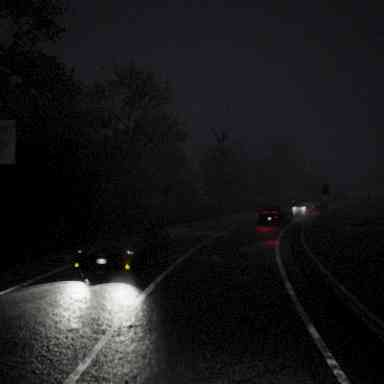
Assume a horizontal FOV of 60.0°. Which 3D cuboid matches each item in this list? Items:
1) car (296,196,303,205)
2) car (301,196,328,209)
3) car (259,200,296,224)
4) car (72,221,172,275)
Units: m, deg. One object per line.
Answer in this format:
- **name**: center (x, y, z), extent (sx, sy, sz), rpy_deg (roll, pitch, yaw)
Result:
- **car**: center (15.880, 1.277, 47.608), extent (1.895, 1.301, 4.718), rpy_deg (-3, 0, 34)
- **car**: center (15.152, 1.326, 40.206), extent (1.895, 1.301, 4.718), rpy_deg (-3, 0, 33)
- **car**: center (6.330, 1.546, 25.026), extent (1.837, 1.490, 4.892), rpy_deg (-2, 0, 25)
- **car**: center (-1.991, 1.630, 10.614), extent (1.994, 1.385, 4.181), rpy_deg (-1, -1, 11)
